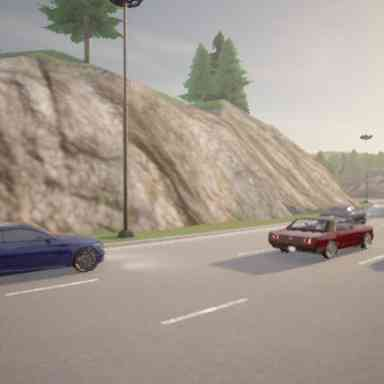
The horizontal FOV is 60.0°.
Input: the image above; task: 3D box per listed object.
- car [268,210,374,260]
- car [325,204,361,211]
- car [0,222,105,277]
[{"bbox_3d":[4.981,1.575,12.416,4.718,1.301,1.895,0,0,-41],"label":"car"},{"bbox_3d":[10.075,1.509,22.045,1.994,1.385,4.181,0,0,45],"label":"car"},{"bbox_3d":[-4.740,1.563,9.083,4.674,1.442,1.812,0,0,-36],"label":"car"}]
